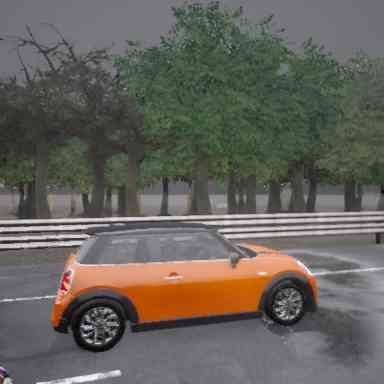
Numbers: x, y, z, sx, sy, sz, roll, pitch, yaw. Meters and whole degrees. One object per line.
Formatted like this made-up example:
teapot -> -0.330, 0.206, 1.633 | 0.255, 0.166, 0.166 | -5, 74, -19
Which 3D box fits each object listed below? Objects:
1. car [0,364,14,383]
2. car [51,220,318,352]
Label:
car -> -3.285, 1.355, 1.419 | 4.553, 1.767, 2.097 | 0, 0, -17
car -> -0.046, 1.346, 6.068 | 4.553, 1.767, 2.097 | 0, 0, -17
